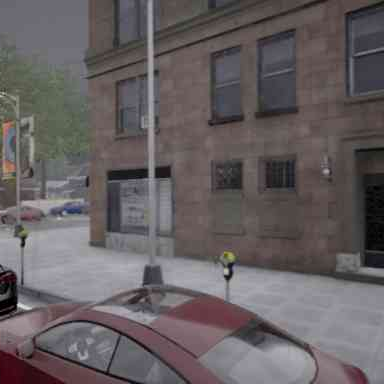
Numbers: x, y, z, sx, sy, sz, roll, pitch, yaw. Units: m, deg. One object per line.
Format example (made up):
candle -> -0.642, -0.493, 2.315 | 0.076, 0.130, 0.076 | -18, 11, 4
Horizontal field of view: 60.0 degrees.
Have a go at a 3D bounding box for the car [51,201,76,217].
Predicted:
car -> -12.663, 1.724, 35.325 | 1.882, 1.535, 5.008 | -1, 0, 35

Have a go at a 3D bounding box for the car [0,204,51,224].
car -> -14.318, 1.813, 27.386 | 1.994, 1.385, 4.181 | -1, 0, 36

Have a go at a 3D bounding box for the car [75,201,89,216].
car -> -9.210, 1.704, 34.573 | 1.837, 1.490, 4.892 | -1, 0, 35

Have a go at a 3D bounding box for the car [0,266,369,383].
car -> -0.544, 1.609, 3.197 | 4.206, 1.307, 1.802 | -1, 0, 35

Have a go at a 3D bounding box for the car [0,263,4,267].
car -> -5.043, 1.662, 6.393 | 4.313, 1.339, 1.947 | -1, 0, 35
